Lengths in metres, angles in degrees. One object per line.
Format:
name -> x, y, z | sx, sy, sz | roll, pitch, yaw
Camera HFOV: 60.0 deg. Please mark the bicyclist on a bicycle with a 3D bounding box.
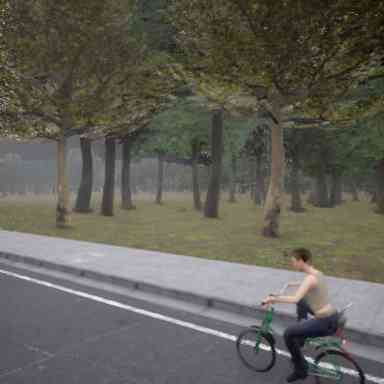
bicyclist on a bicycle -> 1.181, 1.435, 3.852 | 1.509, 1.612, 0.866 | 0, 0, 35
